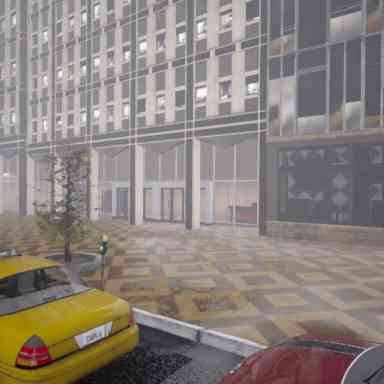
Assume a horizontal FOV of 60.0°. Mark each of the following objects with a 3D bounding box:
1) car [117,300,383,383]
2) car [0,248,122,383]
[{"bbox_3d":[1.820,1.440,1.566,4.097,1.590,1.967,0,1,36],"label":"car"},{"bbox_3d":[-2.944,1.524,4.967,4.829,1.417,1.752,0,1,36],"label":"car"}]
